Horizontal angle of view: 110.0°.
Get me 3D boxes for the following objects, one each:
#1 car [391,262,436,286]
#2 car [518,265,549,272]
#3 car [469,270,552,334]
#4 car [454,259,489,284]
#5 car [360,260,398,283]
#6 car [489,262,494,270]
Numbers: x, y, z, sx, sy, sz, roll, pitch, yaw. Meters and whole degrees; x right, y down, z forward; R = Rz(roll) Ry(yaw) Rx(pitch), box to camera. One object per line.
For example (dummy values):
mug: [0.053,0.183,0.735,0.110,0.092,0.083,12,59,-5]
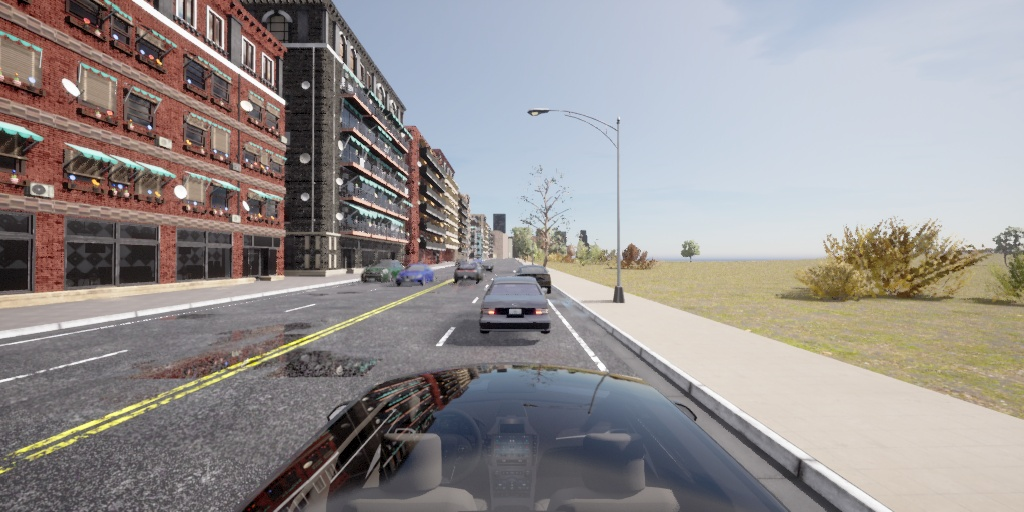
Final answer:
car: [-6.634,1.278,25.074,1.812,1.442,4.674,0,0,0]
car: [1.109,1.230,20.381,1.882,1.535,5.008,0,0,0]
car: [0.090,1.299,10.617,2.033,1.411,5.357,0,0,0]
car: [-3.187,1.243,27.114,2.128,1.511,4.902,0,0,0]
car: [-9.890,1.104,27.690,2.097,1.767,4.553,0,0,0]
car: [-3.212,1.352,44.098,1.895,1.301,4.718,0,0,0]
